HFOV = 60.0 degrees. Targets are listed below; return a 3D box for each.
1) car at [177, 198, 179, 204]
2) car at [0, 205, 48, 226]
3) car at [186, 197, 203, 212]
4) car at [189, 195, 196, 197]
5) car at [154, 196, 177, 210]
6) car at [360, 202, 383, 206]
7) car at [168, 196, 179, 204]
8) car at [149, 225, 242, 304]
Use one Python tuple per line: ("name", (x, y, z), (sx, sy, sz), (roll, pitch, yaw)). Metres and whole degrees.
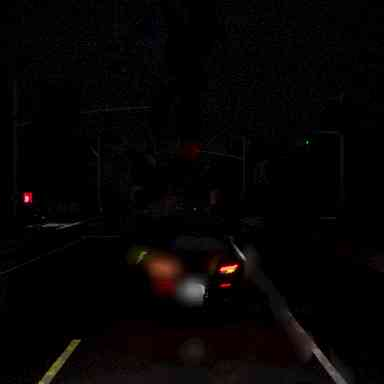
("car", (-3.513, 1.526, 52.181), (1.812, 1.442, 4.674), (0, 0, 0))
("car", (-12.197, 1.579, 22.820), (4.181, 1.385, 1.994), (0, 0, 0))
("car", (0.274, 1.601, 39.543), (1.895, 1.301, 4.718), (0, 0, -1))
("car", (0.123, 1.525, 80.842), (2.128, 1.511, 4.902), (0, 0, 0))
("car", (-3.527, 1.352, 42.348), (2.097, 1.767, 4.553), (0, 0, 2))
("car", (15.583, 1.528, 28.601), (5.357, 1.411, 2.033), (0, 0, -6))
("car", (-3.469, 1.526, 62.259), (1.812, 1.442, 4.674), (0, 0, 1))
("car", (0.085, 1.526, 8.048), (1.812, 1.442, 4.674), (0, 0, 0))
